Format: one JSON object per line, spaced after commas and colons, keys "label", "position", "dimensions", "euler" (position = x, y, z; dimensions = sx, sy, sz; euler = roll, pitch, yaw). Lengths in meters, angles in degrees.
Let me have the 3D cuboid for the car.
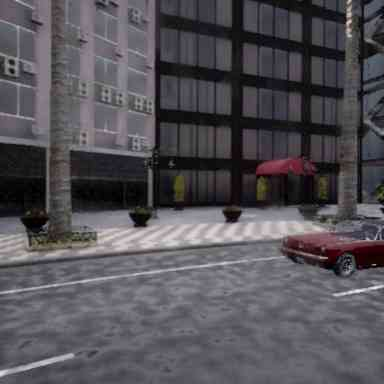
{"label": "car", "position": [4.937, 1.494, 9.658], "dimensions": [4.718, 1.301, 1.895], "euler": [0, 1, -22]}
